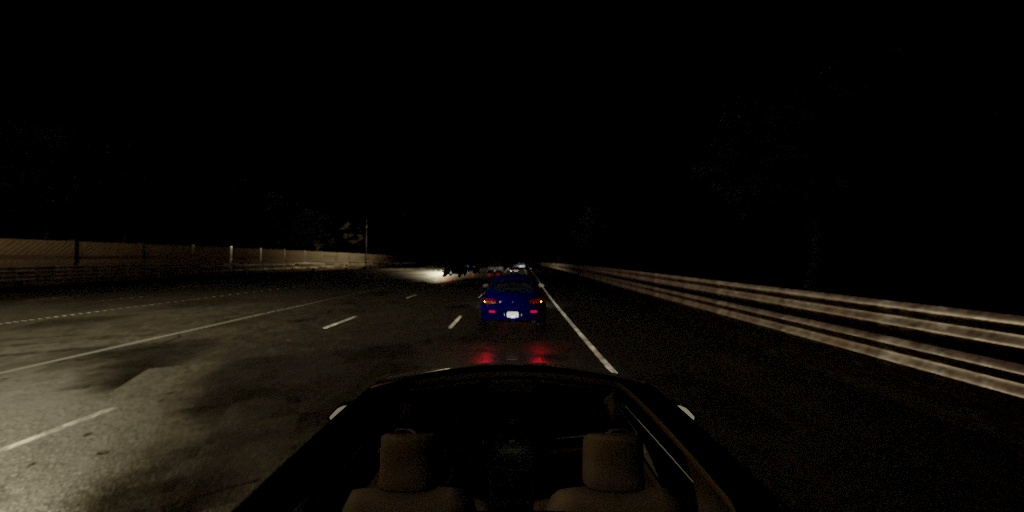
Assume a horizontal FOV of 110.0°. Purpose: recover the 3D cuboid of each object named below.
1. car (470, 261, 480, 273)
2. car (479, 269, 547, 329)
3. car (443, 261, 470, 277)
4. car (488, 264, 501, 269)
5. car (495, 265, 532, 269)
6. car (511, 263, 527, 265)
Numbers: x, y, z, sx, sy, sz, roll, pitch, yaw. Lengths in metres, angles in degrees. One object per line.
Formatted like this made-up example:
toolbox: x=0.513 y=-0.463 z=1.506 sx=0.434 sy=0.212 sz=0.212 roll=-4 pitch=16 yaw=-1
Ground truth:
car: x=-5.710 y=1.440 z=49.397 sx=2.097 sy=1.767 sz=4.553 roll=0 pitch=-1 yaw=2
car: x=0.046 y=1.293 z=11.175 sx=1.812 sy=1.442 sz=4.674 roll=0 pitch=0 yaw=1
car: x=-6.064 y=1.465 z=38.532 sx=1.837 sy=1.490 sz=4.892 roll=0 pitch=-1 yaw=2
car: x=-2.194 y=1.709 z=49.837 sx=1.895 sy=1.301 sz=4.718 roll=0 pitch=-1 yaw=2
car: x=0.243 y=1.409 z=21.007 sx=1.895 sy=1.301 sz=4.718 roll=0 pitch=0 yaw=2
car: x=0.598 y=1.357 z=28.947 sx=2.128 sy=1.511 sz=4.902 roll=0 pitch=-1 yaw=2
